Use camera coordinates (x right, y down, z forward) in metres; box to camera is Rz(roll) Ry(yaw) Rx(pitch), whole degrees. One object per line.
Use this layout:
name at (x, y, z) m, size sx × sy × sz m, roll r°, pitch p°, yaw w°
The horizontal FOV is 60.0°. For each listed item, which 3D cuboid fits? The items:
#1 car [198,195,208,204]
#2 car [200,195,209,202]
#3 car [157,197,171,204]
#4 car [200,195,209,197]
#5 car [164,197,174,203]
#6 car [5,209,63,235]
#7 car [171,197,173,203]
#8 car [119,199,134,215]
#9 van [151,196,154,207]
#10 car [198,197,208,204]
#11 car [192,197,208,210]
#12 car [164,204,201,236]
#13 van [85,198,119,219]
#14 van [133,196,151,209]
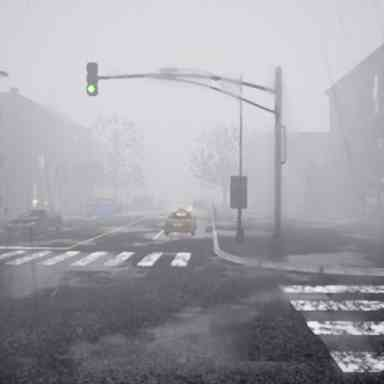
car at (2.539, 1.594, 74.168) m, size 2.192 × 1.841 × 5.009 m, roll 0°, pitch 0°, yaw 3°
car at (3.162, 1.629, 85.243) m, size 2.192 × 1.841 × 5.009 m, roll 0°, pitch 0°, yaw 3°
car at (-6.139, 1.795, 69.101) m, size 1.947 × 1.339 × 4.313 m, roll 0°, pitch 0°, yaw 3°
car at (1.917, 1.810, 63.092) m, size 1.947 × 1.339 × 4.313 m, roll 0°, pitch 0°, yaw 3°
car at (-5.516, 1.847, 80.176) m, size 1.802 × 1.307 × 4.206 m, roll 0°, pitch 0°, yaw 3°
car at (-8.943, 1.651, 19.263) m, size 1.802 × 1.307 × 4.206 m, roll 0°, pitch 0°, yaw 3°
car at (-5.827, 1.792, 74.639) m, size 1.887 × 1.381 × 4.507 m, roll 0°, pitch 0°, yaw 3°
car at (-8.009, 1.667, 35.876) m, size 1.887 × 1.381 × 4.507 m, roll 0°, pitch 0°, yaw 3°
van at (-7.075, 1.517, 52.489) m, size 1.690 × 1.788 × 3.998 m, roll 0°, pitch 0°, yaw 3°
car at (2.229, 1.807, 68.630) m, size 1.887 × 1.381 × 4.507 m, roll 0°, pitch 0°, yaw 3°
car at (0.982, 1.741, 46.480) m, size 2.008 × 1.369 × 4.403 m, roll 0°, pitch 0°, yaw 3°
car at (-0.567, 1.627, 18.962) m, size 1.752 × 1.417 × 4.829 m, roll 0°, pitch 0°, yaw 3°
van at (-8.321, 1.446, 30.339) m, size 1.690 × 1.788 × 3.998 m, roll 0°, pitch 0°, yaw 3°
van at (-7.387, 1.500, 46.952) m, size 1.690 × 1.788 × 3.998 m, roll 0°, pitch 0°, yaw 3°
